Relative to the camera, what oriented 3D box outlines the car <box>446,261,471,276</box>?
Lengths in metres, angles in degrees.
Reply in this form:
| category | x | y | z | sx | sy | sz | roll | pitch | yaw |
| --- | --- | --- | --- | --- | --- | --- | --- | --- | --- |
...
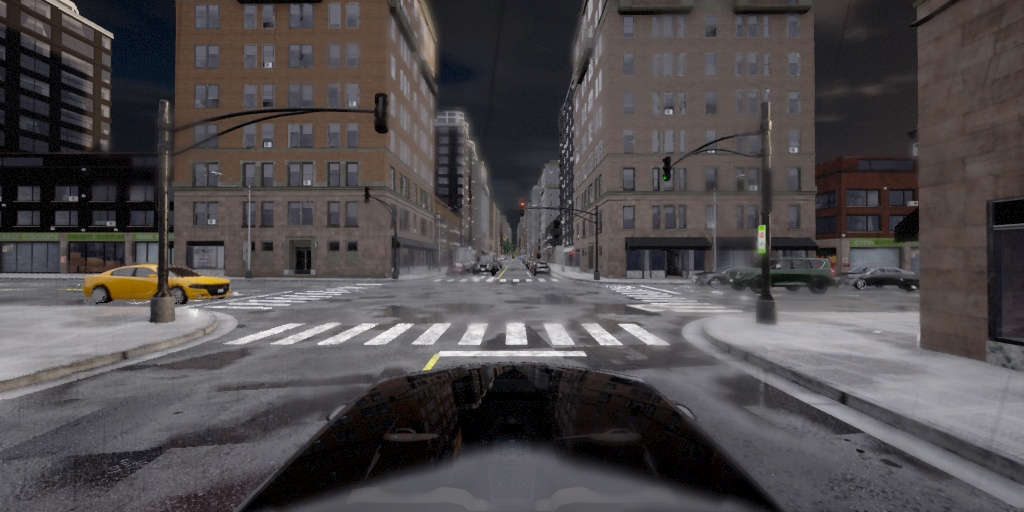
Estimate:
| category | x | y | z | sx | sy | sz | roll | pitch | yaw |
| --- | --- | --- | --- | --- | --- | --- | --- | --- | --- |
| car | -5.547 | 1.336 | 36.342 | 1.802 | 1.307 | 4.207 | 0 | 0 | 1 |

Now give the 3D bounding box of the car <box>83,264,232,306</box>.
| category | x | y | z | sx | sy | sz | roll | pitch | yaw |
| --- | --- | --- | --- | --- | --- | --- | --- | --- | --- |
| car | -14.031 | 1.085 | 14.356 | 5.008 | 1.535 | 1.882 | 0 | -1 | 3 |

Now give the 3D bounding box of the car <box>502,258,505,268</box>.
| category | x | y | z | sx | sy | sz | roll | pitch | yaw |
| --- | --- | --- | --- | --- | --- | --- | --- | --- | --- |
| car | -2.502 | 1.352 | 58.192 | 1.895 | 1.301 | 4.718 | 0 | 0 | 1 |

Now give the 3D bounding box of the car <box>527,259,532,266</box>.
| category | x | y | z | sx | sy | sz | roll | pitch | yaw |
| --- | --- | --- | --- | --- | --- | --- | --- | --- | --- |
| car | 3.048 | 1.297 | 41.769 | 1.888 | 1.381 | 4.507 | 0 | 0 | 1 |

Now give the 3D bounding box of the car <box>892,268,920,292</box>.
| category | x | y | z | sx | sy | sz | roll | pitch | yaw |
| --- | --- | --- | --- | --- | --- | --- | --- | --- | --- |
| car | 25.724 | 1.550 | 20.943 | 4.718 | 1.301 | 1.895 | 0 | -1 | 0 |

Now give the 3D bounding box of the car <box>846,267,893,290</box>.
| category | x | y | z | sx | sy | sz | roll | pitch | yaw |
| --- | --- | --- | --- | --- | --- | --- | --- | --- | --- |
| car | 24.238 | 1.463 | 24.200 | 4.902 | 1.511 | 2.128 | 0 | -1 | 0 |

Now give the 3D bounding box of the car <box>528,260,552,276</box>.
| category | x | y | z | sx | sy | sz | roll | pitch | yaw |
| --- | --- | --- | --- | --- | --- | --- | --- | --- | --- |
| car | 2.979 | 1.318 | 36.238 | 1.948 | 1.339 | 4.313 | 0 | 0 | 1 |

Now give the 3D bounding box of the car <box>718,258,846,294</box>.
| category | x | y | z | sx | sy | sz | roll | pitch | yaw |
| --- | --- | --- | --- | --- | --- | --- | --- | --- | --- |
| car | 15.622 | 1.105 | 21.013 | 5.566 | 2.045 | 2.150 | 0 | -1 | 0 |

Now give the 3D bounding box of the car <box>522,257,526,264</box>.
| category | x | y | z | sx | sy | sz | roll | pitch | yaw |
| --- | --- | --- | --- | --- | --- | --- | --- | --- | --- |
| car | 3.328 | 1.315 | 63.890 | 1.948 | 1.339 | 4.313 | 0 | 0 | 1 |

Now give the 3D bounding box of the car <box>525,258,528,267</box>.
| category | x | y | z | sx | sy | sz | roll | pitch | yaw |
| --- | --- | --- | --- | --- | --- | --- | --- | --- | --- |
| car | 3.118 | 1.302 | 47.299 | 2.007 | 1.370 | 4.403 | 0 | 0 | 1 |

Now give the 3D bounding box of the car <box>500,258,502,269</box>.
| category | x | y | z | sx | sy | sz | roll | pitch | yaw |
| --- | --- | --- | --- | --- | --- | --- | --- | --- | --- |
| car | -2.643 | 1.258 | 47.936 | 1.837 | 1.490 | 4.892 | 0 | 0 | 1 |

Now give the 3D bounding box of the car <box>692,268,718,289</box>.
| category | x | y | z | sx | sy | sz | roll | pitch | yaw |
| --- | --- | --- | --- | --- | --- | --- | --- | --- | --- |
| car | 14.833 | 1.401 | 24.260 | 4.902 | 1.511 | 2.128 | 0 | -1 | 2 |

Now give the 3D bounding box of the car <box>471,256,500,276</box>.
| category | x | y | z | sx | sy | sz | roll | pitch | yaw |
| --- | --- | --- | --- | --- | --- | --- | --- | --- | --- |
| car | -2.770 | 0.976 | 37.848 | 2.150 | 2.045 | 5.566 | 0 | 0 | 1 |

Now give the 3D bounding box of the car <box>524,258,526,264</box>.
| category | x | y | z | sx | sy | sz | roll | pitch | yaw |
| --- | --- | --- | --- | --- | --- | --- | --- | --- | --- |
| car | 3.188 | 1.296 | 52.829 | 1.888 | 1.381 | 4.507 | 0 | 0 | 1 |
